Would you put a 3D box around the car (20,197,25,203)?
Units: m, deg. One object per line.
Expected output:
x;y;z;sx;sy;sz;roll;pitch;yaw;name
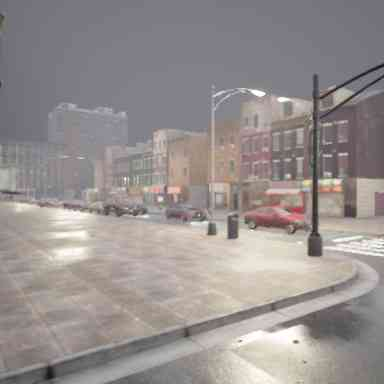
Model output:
-38.499;1.889;76.760;1.887;1.381;4.507;0;0;-35;car

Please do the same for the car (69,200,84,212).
-13.287;1.713;41.373;2.008;1.369;4.403;0;0;-35;car

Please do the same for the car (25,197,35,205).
-32.098;1.821;67.775;1.752;1.417;4.829;0;0;-35;car

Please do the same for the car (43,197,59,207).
-22.742;1.668;54.643;1.967;1.590;4.097;0;0;-35;car

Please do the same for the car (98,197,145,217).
-6.984;1.436;32.528;2.192;1.841;5.009;0;0;-35;car

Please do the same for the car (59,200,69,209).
-16.439;1.728;45.796;1.887;1.381;4.507;0;0;-35;car

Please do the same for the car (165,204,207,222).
-0.574;1.672;27.930;1.994;1.385;4.181;0;0;-34;car

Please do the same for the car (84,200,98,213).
-10.037;1.666;36.812;1.752;1.417;4.829;0;0;-35;car

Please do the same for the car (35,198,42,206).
-25.894;1.691;59.067;1.967;1.590;4.097;0;0;-35;car

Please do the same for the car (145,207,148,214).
-6.744;1.694;36.584;2.033;1.411;5.357;0;0;-35;car

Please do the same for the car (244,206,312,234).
5.145;1.600;19.880;1.812;1.442;4.674;0;0;-36;car
